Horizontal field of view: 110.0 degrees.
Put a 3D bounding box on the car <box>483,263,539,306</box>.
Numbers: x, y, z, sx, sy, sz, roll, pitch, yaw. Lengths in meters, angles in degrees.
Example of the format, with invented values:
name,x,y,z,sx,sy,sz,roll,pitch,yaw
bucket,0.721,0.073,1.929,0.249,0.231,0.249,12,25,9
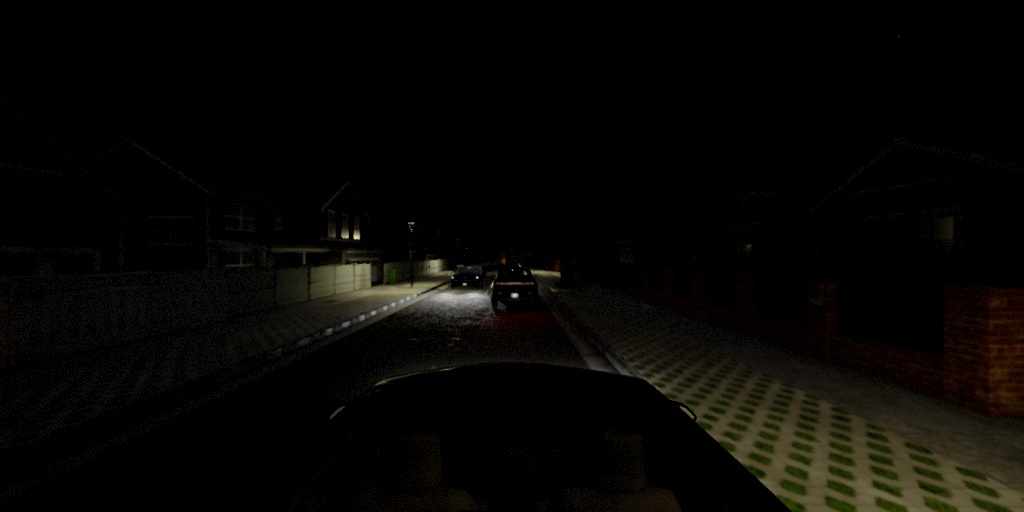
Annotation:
name,x,y,z,sx,sy,sz,roll,pitch,yaw
car,0.101,1.230,15.543,2.128,1.511,4.902,0,0,0

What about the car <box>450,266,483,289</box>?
name,x,y,z,sx,sy,sz,roll,pitch,yaw
car,-2.749,1.332,23.096,1.895,1.301,4.718,0,0,0
